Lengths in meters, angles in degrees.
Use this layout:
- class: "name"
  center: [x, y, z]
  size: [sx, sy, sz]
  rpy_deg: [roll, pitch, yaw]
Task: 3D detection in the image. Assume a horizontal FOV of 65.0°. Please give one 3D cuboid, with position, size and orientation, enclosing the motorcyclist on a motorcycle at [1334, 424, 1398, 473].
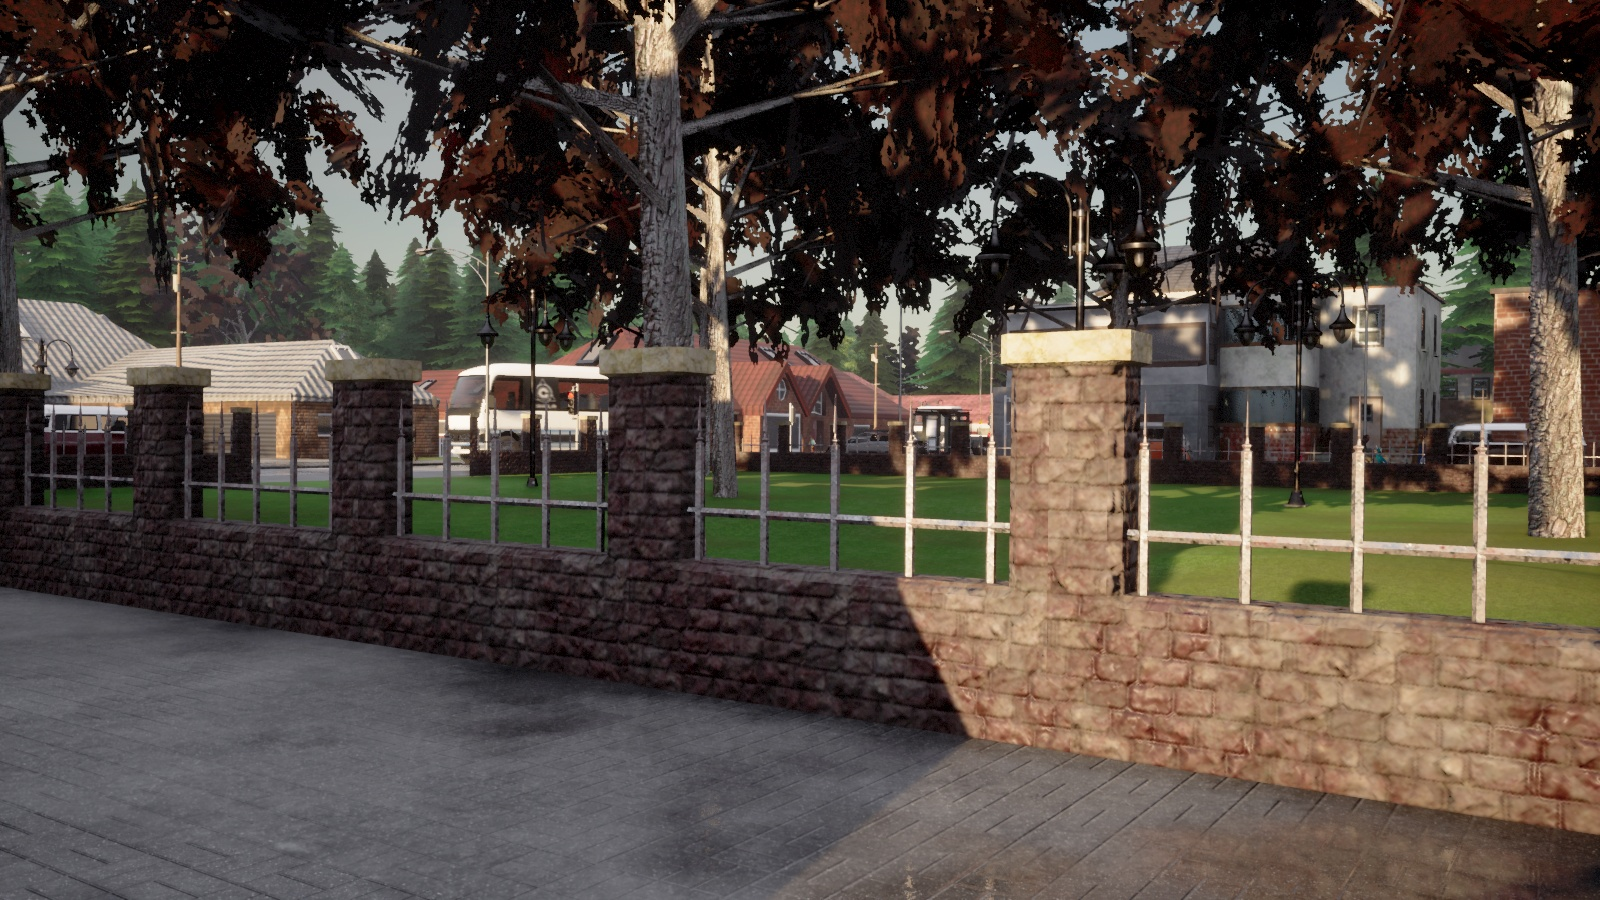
- class: "motorcyclist on a motorcycle"
  center: [18.643, -0.048, 41.342]
  size: [1.817, 1.590, 0.866]
  rpy_deg: [0, 1, 32]

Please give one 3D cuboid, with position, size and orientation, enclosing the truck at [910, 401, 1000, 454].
- class: "truck"
  center: [10.791, -1.529, 86.497]
  size: [2.891, 3.462, 7.936]
  rpy_deg: [0, 1, 34]

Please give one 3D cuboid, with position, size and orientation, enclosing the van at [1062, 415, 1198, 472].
- class: "van"
  center: [12.015, -0.249, 45.764]
  size: [4.442, 1.987, 1.775]
  rpy_deg: [0, 1, 32]

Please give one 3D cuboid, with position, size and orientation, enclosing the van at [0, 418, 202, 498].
- class: "van"
  center: [-19.074, 0.159, 34.308]
  size: [2.069, 2.038, 4.480]
  rpy_deg: [0, 1, 33]

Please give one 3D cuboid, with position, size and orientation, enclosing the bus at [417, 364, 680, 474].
- class: "bus"
  center: [-10.469, -1.278, 53.312]
  size: [10.273, 4.253, 3.944]
  rpy_deg: [-1, 1, -40]

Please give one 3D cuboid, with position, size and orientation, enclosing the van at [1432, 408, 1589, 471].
- class: "van"
  center: [24.083, -0.345, 42.590]
  size: [4.480, 2.038, 2.069]
  rpy_deg: [0, 1, 34]

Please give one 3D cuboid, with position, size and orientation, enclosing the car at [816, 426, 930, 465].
- class: "car"
  center: [3.254, -0.225, 56.489]
  size: [4.611, 1.667, 2.242]
  rpy_deg: [0, 1, 35]
